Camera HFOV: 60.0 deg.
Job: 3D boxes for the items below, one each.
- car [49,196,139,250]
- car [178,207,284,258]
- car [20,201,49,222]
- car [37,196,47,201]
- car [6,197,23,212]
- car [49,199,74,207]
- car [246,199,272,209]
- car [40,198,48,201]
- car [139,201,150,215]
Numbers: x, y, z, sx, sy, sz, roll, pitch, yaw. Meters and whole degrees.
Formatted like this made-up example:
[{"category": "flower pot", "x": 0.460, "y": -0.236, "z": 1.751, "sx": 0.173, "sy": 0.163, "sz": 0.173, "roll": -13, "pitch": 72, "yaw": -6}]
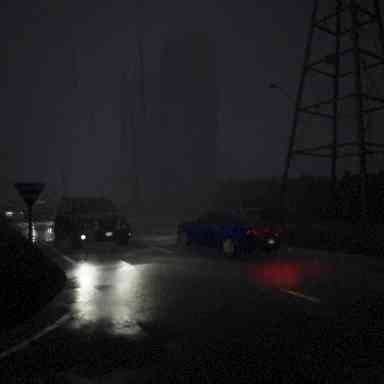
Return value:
[{"category": "car", "x": -4.632, "y": 1.237, "z": 14.948, "sx": 2.150, "sy": 2.045, "sz": 5.566, "roll": 0, "pitch": 0, "yaw": -33}, {"category": "car", "x": 1.258, "y": 1.477, "z": 12.896, "sx": 1.882, "sy": 1.535, "sz": 5.008, "roll": 1, "pitch": -1, "yaw": -32}, {"category": "car", "x": -12.785, "y": 1.713, "z": 27.658, "sx": 1.994, "sy": 1.385, "sz": 4.181, "roll": 0, "pitch": -1, "yaw": -33}, {"category": "car", "x": -23.297, "y": 1.605, "z": 50.706, "sx": 2.150, "sy": 2.045, "sz": 5.566, "roll": 0, "pitch": -1, "yaw": -33}, {"category": "car", "x": -23.543, "y": 1.686, "z": 44.607, "sx": 2.097, "sy": 1.767, "sz": 4.553, "roll": 0, "pitch": -1, "yaw": -33}, {"category": "car", "x": -24.856, "y": 2.063, "z": 63.426, "sx": 4.181, "sy": 1.381, "sz": 1.994, "roll": 0, "pitch": -1, "yaw": -33}, {"category": "car", "x": 4.455, "y": 1.459, "z": 23.002, "sx": 1.905, "sy": 1.878, "sz": 3.866, "roll": 0, "pitch": -1, "yaw": 26}, {"category": "car", "x": -17.688, "y": 1.821, "z": 42.048, "sx": 1.812, "sy": 1.442, "sz": 4.674, "roll": 0, "pitch": -1, "yaw": -32}, {"category": "car", "x": -6.624, "y": 1.716, "z": 35.907, "sx": 3.988, "sy": 1.617, "sz": 1.851, "roll": 0, "pitch": -1, "yaw": -33}]
